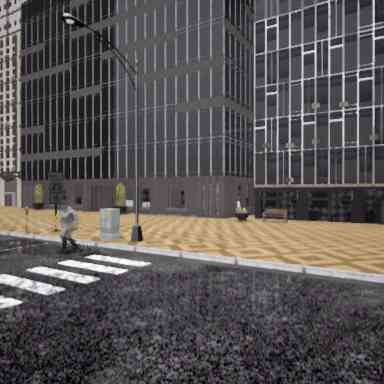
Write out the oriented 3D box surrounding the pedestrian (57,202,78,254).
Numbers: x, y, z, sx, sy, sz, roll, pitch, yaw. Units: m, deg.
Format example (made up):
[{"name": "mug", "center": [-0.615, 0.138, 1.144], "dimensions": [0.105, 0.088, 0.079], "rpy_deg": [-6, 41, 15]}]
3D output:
[{"name": "pedestrian", "center": [-4.427, 1.214, 11.812], "dimensions": [0.375, 1.860, 0.375], "rpy_deg": [0, 0, 31]}]
